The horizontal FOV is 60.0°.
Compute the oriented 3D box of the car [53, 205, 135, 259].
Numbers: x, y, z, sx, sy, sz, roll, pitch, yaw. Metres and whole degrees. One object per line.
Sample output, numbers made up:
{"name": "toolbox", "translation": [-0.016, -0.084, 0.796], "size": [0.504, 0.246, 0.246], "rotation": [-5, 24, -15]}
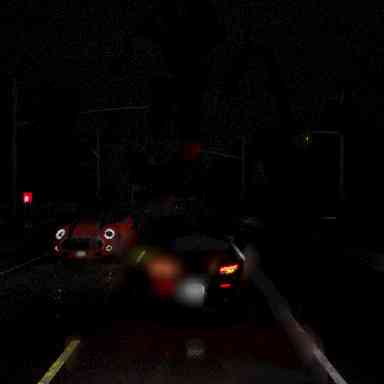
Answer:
{"name": "car", "translation": [-3.491, 1.352, 12.618], "size": [2.097, 1.767, 4.553], "rotation": [0, 0, -1]}

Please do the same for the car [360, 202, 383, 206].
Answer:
{"name": "car", "translation": [15.566, 1.528, 28.590], "size": [5.357, 1.411, 2.033], "rotation": [0, 0, -6]}

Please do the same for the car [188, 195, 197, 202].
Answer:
{"name": "car", "translation": [0.078, 1.525, 80.822], "size": [2.128, 1.511, 4.902], "rotation": [0, 0, 0]}

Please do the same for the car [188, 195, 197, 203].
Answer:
{"name": "car", "translation": [0.090, 1.596, 70.712], "size": [1.895, 1.301, 4.718], "rotation": [0, 0, 0]}

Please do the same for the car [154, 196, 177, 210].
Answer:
{"name": "car", "translation": [-3.551, 1.352, 42.326], "size": [2.097, 1.767, 4.553], "rotation": [0, 0, 2]}

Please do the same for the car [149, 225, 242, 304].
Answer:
{"name": "car", "translation": [0.080, 1.526, 8.028], "size": [1.812, 1.442, 4.674], "rotation": [0, 0, 0]}
